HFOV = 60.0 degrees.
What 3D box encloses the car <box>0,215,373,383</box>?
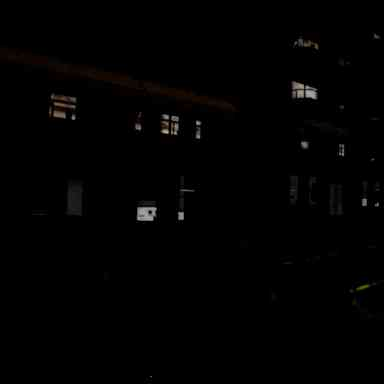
[{"bbox_3d":[-0.799,1.224,2.711,5.566,2.045,2.150,0,0,-36],"label":"car"}]
